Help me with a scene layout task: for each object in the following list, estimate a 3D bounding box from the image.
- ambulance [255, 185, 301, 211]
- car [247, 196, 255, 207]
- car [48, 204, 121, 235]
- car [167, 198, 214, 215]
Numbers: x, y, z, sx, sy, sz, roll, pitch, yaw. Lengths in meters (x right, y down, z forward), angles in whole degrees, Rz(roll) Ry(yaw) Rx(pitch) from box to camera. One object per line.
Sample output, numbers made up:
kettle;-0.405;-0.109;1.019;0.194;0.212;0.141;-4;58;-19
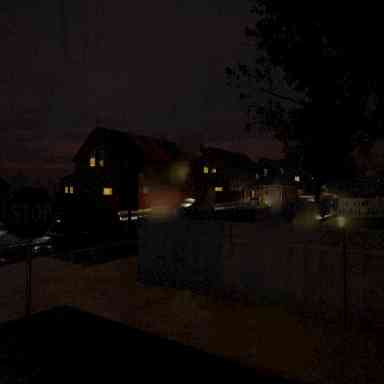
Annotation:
ambulance;9.001;0.555;33.373;2.351;2.431;6.366;2;2;35
car;7.788;0.900;36.587;2.128;1.511;4.902;2;3;36
car;-5.732;1.332;17.398;1.994;1.385;4.181;2;2;36
car;-0.034;1.181;25.513;1.994;1.385;4.181;2;2;35
